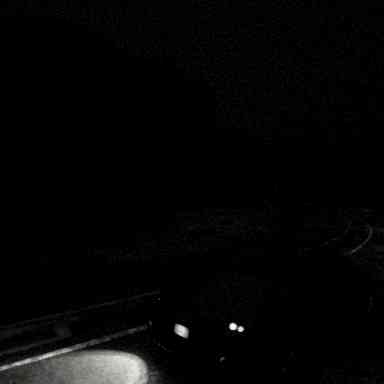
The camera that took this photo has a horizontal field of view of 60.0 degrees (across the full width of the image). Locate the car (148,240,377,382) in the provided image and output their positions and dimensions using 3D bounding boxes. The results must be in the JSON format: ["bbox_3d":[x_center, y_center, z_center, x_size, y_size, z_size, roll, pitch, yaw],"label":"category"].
[{"bbox_3d":[1.356,1.549,5.511,4.181,1.385,1.994,0,0,-42],"label":"car"}]

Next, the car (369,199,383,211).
[{"bbox_3d":[19.459,1.342,32.829,2.033,1.411,5.357,1,0,5],"label":"car"}]
